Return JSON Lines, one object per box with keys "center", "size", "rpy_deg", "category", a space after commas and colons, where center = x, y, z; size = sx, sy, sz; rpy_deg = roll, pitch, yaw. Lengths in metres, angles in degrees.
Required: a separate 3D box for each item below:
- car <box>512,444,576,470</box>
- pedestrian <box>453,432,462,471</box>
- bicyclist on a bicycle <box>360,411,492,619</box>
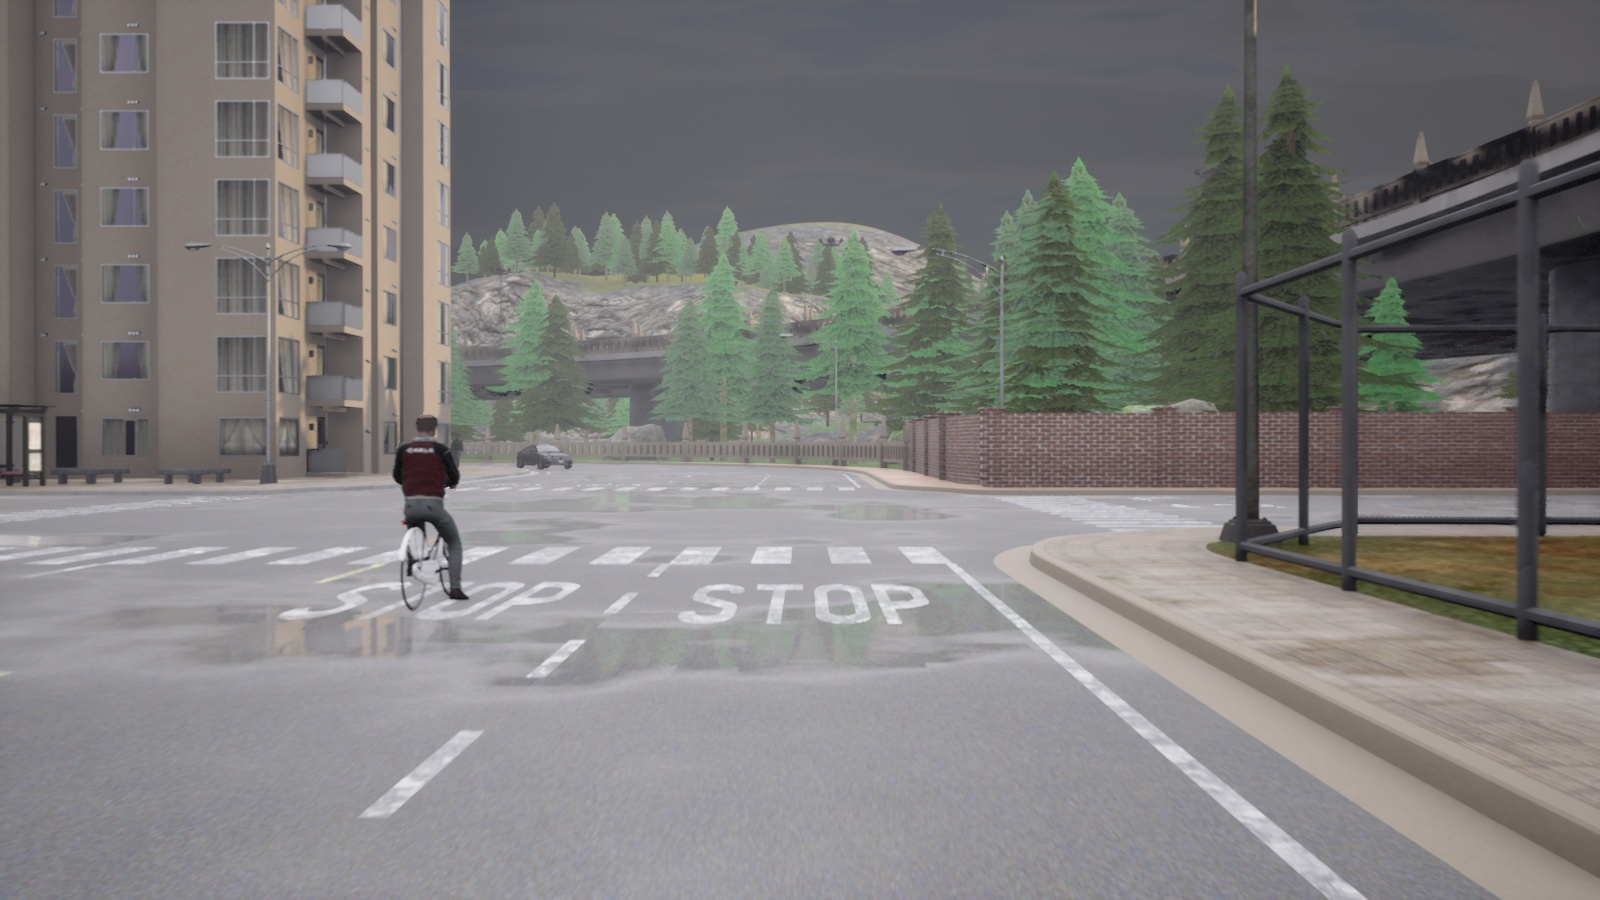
{"center": [-14.635, 0.356, 71.692], "size": [1.812, 1.442, 4.674], "rpy_deg": [0, 0, -36], "category": "car"}
{"center": [-16.215, 0.052, 59.469], "size": [0.353, 1.847, 0.614], "rpy_deg": [0, 0, -10], "category": "pedestrian"}
{"center": [-3.419, 0.549, 11.629], "size": [0.659, 1.776, 1.843], "rpy_deg": [0, 1, 0], "category": "bicyclist on a bicycle"}
